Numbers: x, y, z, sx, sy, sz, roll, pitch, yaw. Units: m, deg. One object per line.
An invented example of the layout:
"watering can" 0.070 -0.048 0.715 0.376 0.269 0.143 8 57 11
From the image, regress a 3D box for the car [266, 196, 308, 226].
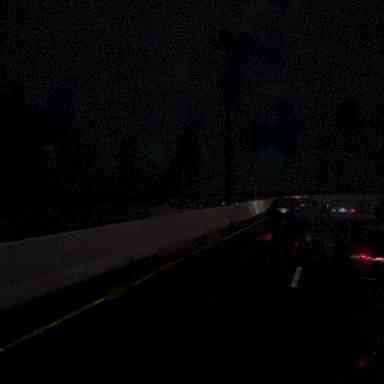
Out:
"car" 6.267 1.164 21.901 2.097 1.767 4.553 0 1 22

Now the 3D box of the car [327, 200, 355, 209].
"car" 11.592 1.341 25.791 2.033 1.411 5.357 0 1 22

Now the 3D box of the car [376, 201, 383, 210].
"car" 14.816 1.295 24.419 1.882 1.535 5.008 0 1 22

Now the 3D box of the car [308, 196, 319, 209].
"car" 13.549 1.170 38.761 2.128 1.511 4.902 0 1 26

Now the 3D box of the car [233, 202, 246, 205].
"car" 4.893 1.188 37.280 1.812 1.442 4.674 0 0 24

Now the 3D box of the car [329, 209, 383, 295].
"car" 4.538 1.427 8.141 2.128 1.511 4.902 0 1 22
